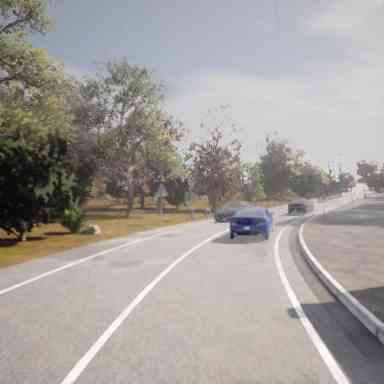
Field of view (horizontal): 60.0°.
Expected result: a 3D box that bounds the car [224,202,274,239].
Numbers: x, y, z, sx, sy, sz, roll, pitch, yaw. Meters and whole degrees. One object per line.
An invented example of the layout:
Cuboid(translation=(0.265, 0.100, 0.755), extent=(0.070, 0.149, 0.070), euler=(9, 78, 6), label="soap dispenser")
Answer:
Cuboid(translation=(3.283, 1.526, 17.769), extent=(1.882, 1.535, 5.008), euler=(-2, -1, 17), label="car")

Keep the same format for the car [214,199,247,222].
Cuboid(translation=(3.470, 1.514, 27.324), extent=(2.097, 1.767, 4.553), euler=(-2, -1, 26), label="car")

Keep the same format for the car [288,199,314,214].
Cuboid(translation=(11.262, 1.439, 34.336), extent=(1.837, 1.490, 4.892), euler=(-3, 0, 31), label="car")
